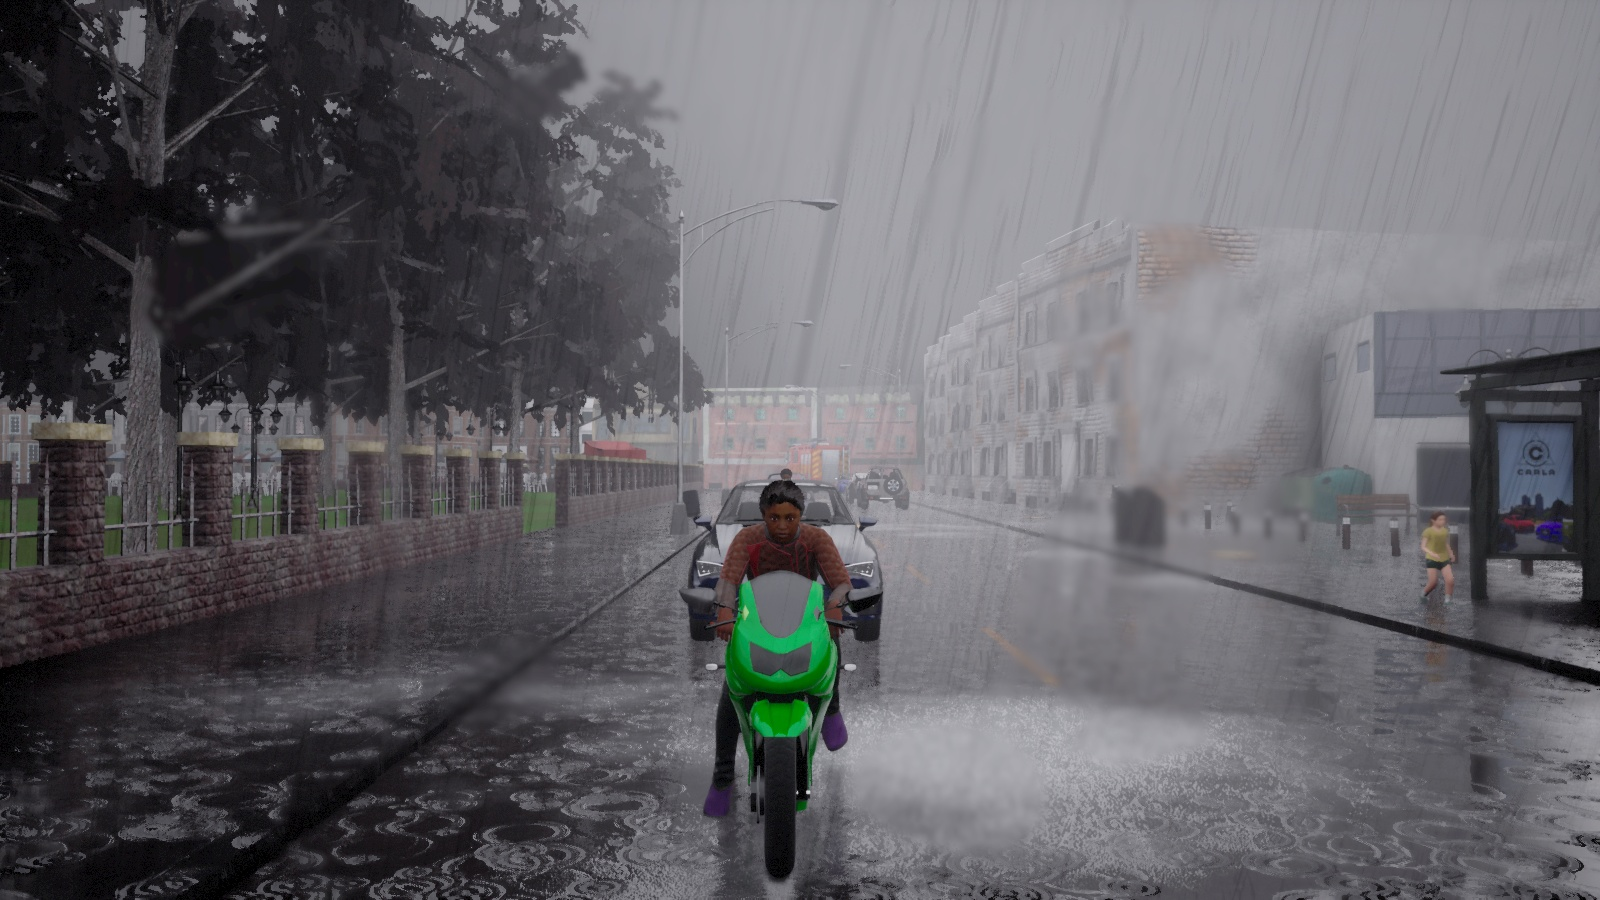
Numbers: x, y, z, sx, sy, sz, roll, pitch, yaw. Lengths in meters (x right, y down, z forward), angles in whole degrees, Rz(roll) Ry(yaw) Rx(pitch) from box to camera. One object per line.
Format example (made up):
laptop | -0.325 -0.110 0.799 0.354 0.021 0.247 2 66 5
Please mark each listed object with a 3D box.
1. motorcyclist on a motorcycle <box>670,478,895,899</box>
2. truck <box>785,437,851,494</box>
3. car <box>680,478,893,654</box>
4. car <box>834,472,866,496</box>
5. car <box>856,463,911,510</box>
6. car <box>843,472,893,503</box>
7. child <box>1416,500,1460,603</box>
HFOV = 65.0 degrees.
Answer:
motorcyclist on a motorcycle | -0.073 0.890 5.518 0.797 1.523 2.044 0 -1 -1
truck | 1.194 1.140 89.517 2.891 3.827 8.468 0 -1 -12
car | -0.144 1.044 12.867 1.816 1.474 4.193 0 -1 -1
car | 3.144 2.156 80.022 1.816 1.474 4.193 0 -1 -1
car | 3.449 1.496 52.461 1.932 1.855 4.605 0 -1 0
car | 3.337 1.852 62.729 2.163 1.488 4.792 0 -1 -1
child | 7.040 1.108 13.866 0.255 1.110 0.394 0 -1 -5
